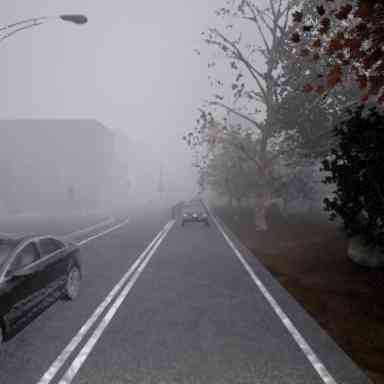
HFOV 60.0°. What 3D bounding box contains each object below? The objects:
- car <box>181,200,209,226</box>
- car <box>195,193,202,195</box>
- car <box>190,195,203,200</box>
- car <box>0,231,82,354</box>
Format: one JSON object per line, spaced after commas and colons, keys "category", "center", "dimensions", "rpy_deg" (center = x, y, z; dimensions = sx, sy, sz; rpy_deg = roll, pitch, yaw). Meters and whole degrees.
{"category": "car", "center": [0.225, 1.497, 23.178], "dimensions": [2.033, 1.411, 5.357], "rpy_deg": [0, 0, 1]}
{"category": "car", "center": [1.553, 1.054, 79.590], "dimensions": [1.882, 1.535, 5.008], "rpy_deg": [0, 1, 2]}
{"category": "car", "center": [0.595, 1.417, 44.137], "dimensions": [1.994, 1.385, 4.181], "rpy_deg": [0, 0, 1]}
{"category": "car", "center": [-3.333, 1.480, 5.457], "dimensions": [2.128, 1.511, 4.902], "rpy_deg": [0, 0, 0]}
